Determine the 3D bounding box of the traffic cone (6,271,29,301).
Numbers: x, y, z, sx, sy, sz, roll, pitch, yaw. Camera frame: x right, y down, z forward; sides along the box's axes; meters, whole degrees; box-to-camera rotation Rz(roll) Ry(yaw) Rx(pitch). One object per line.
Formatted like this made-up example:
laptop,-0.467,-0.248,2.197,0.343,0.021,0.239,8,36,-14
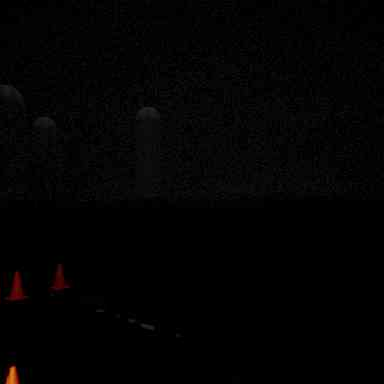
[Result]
traffic cone,-3.765,1.993,7.178,0.340,0.580,0.340,0,-1,36

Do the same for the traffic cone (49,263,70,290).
traffic cone,-3.175,2.000,7.983,0.340,0.580,0.340,0,0,36

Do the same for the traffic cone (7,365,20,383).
traffic cone,-1.723,1.974,3.200,0.340,0.580,0.340,0,-1,36
